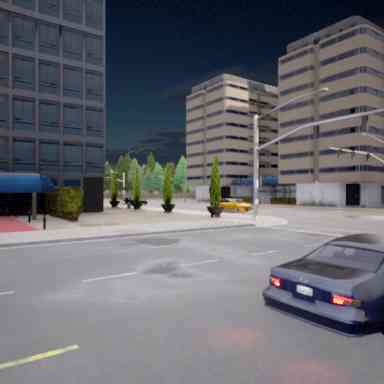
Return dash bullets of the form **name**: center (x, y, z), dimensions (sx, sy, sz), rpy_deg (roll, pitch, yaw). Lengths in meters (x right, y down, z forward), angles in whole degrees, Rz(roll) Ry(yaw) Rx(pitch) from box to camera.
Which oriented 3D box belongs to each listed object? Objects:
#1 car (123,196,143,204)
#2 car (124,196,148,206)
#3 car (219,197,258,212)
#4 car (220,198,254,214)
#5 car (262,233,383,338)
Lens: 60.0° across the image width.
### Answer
- **car**: center (-11.677, 1.472, 65.349), dimensions (2.128, 1.511, 4.902), rpy_deg (0, 0, -35)
- **car**: center (-9.150, 1.583, 55.523), dimensions (1.895, 1.301, 4.718), rpy_deg (0, 0, -35)
- **car**: center (5.613, 1.480, 40.527), dimensions (1.837, 1.490, 4.892), rpy_deg (0, 2, -35)
- **car**: center (4.379, 1.460, 36.188), dimensions (1.882, 1.535, 5.008), rpy_deg (0, 0, -35)
- **car**: center (3.768, 1.543, 6.510), dimensions (5.357, 1.411, 2.033), rpy_deg (0, 0, -35)
